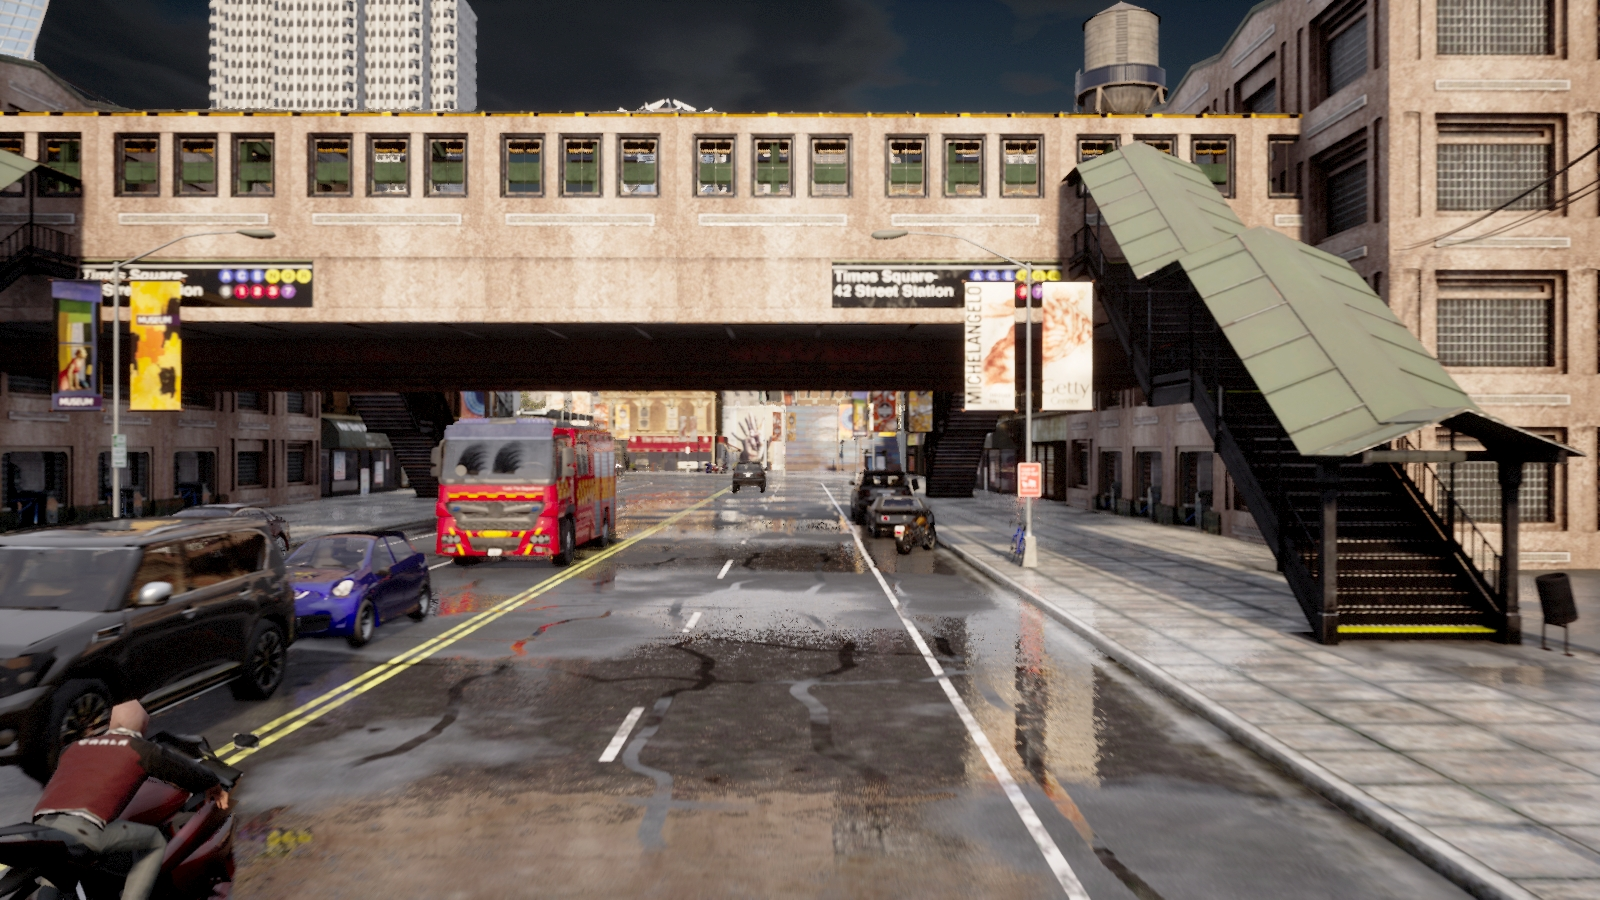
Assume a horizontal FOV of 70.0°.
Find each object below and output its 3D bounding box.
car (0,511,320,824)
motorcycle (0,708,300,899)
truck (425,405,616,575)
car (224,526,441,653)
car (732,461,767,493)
[{"bbox_3d":[-7.004,1.780,11.338,2.150,2.045,5.566,0,0,0],"label":"car"},{"bbox_3d":[-3.500,2.205,5.903,0.867,1.251,2.209,0,0,0],"label":"motorcycle"},{"bbox_3d":[-6.974,0.890,29.937,2.891,3.827,8.468,0,0,0],"label":"truck"},{"bbox_3d":[-6.999,2.038,17.531,1.845,1.501,3.633,0,0,0],"label":"car"},{"bbox_3d":[-3.397,1.780,77.430,2.150,2.045,5.566,0,0,0],"label":"car"}]
